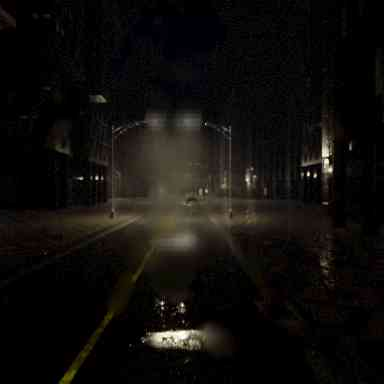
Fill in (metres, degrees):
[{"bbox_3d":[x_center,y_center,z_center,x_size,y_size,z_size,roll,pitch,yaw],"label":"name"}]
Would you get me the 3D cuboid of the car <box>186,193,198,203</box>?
[{"bbox_3d":[0.001,1.184,66.783,2.150,2.045,5.566,0,0,0],"label":"car"}]
